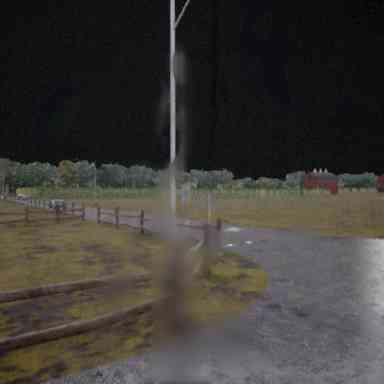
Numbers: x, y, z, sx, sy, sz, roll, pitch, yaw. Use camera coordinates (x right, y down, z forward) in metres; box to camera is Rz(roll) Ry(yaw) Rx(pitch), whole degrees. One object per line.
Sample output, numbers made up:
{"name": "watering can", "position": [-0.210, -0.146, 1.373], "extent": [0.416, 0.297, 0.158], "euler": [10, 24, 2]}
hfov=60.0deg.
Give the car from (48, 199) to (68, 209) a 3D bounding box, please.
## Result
{"name": "car", "position": [-19.721, 1.745, 48.758], "extent": [2.033, 1.411, 5.357], "euler": [-1, 1, -34]}
